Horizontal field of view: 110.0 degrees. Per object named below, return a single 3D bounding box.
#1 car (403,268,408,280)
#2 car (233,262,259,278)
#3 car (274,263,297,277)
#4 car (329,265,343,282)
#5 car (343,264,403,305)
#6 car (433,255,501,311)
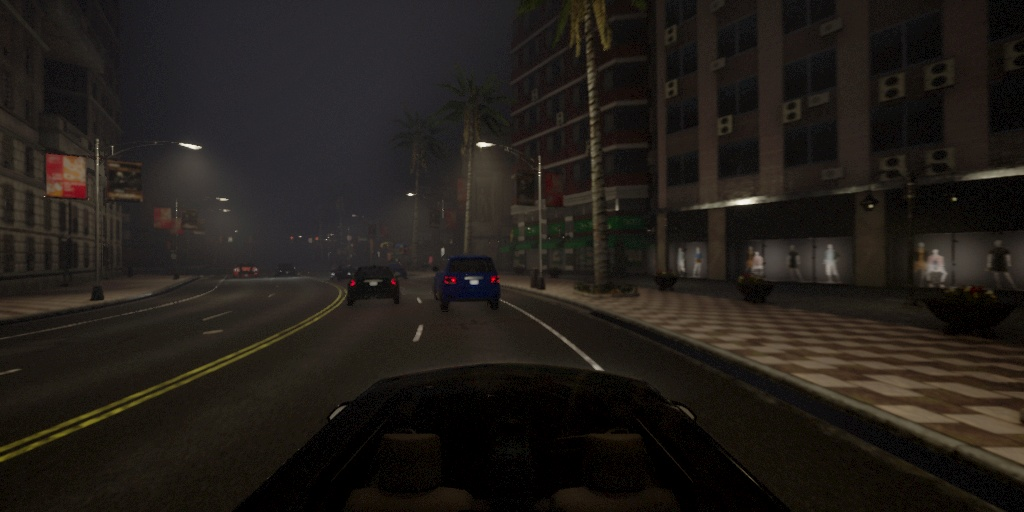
[{"bbox_3d":[-10.897,1.400,32.361,1.812,1.442,4.674,0,0,-35],"label":"car"},{"bbox_3d":[-28.455,1.449,38.360,2.097,1.767,4.553,-1,0,-37],"label":"car"},{"bbox_3d":[-25.189,1.523,39.826,1.837,1.490,4.892,0,0,-37],"label":"car"},{"bbox_3d":[-14.873,1.475,31.891,1.994,1.385,4.181,-1,0,-36],"label":"car"},{"bbox_3d":[-6.385,1.173,16.806,2.097,1.767,4.553,-1,0,-18],"label":"car"},{"bbox_3d":[-2.006,0.999,14.859,2.150,2.045,5.566,0,0,-15],"label":"car"}]
